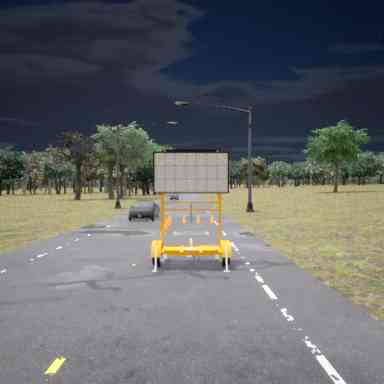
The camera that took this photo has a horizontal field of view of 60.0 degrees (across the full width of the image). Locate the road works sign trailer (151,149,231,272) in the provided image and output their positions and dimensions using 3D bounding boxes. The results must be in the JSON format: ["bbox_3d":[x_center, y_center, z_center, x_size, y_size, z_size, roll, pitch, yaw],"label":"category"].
[{"bbox_3d":[-0.026,0.445,10.692,2.380,3.560,2.880,0,0,0],"label":"road works sign trailer"}]

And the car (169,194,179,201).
[{"bbox_3d":[-3.675,1.101,69.393,2.033,1.411,5.357,0,1,0],"label":"car"}]

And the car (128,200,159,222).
[{"bbox_3d":[-3.663,1.388,25.816,1.882,1.535,5.008,0,0,0],"label":"car"}]
